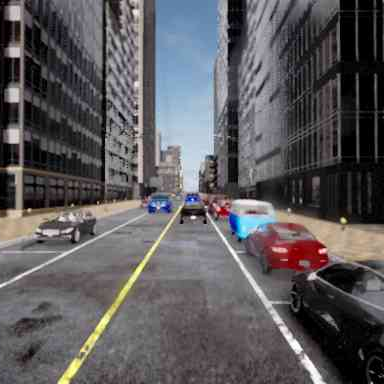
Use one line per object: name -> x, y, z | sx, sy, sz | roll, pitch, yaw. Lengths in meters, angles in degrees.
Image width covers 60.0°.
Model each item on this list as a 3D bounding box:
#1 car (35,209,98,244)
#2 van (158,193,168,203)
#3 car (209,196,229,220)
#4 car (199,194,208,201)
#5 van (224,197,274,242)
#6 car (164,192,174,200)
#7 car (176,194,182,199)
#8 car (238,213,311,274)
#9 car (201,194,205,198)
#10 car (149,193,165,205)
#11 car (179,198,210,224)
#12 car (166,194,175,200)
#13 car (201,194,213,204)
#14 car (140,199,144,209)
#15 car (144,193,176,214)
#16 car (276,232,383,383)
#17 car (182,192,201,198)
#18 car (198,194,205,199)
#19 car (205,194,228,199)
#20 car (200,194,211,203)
car -> -5.684, 1.500, 15.540 | 2.008, 1.369, 4.403 | 1, 0, 0
van -> -5.709, 1.132, 65.716 | 1.690, 1.788, 3.998 | 1, 0, 0
car -> 2.694, 1.353, 26.787 | 1.967, 1.590, 4.097 | 1, 0, 0
car -> 2.671, 1.281, 77.152 | 1.752, 1.417, 4.829 | 1, 0, 0
van -> 2.701, 1.290, 15.632 | 1.690, 1.788, 3.998 | 1, 0, 0
car -> -5.674, 1.056, 82.441 | 2.192, 1.841, 5.009 | 1, 0, 0
car -> -3.033, 1.163, 75.135 | 1.812, 1.442, 4.674 | 0, 0, 0
car -> 2.699, 1.549, 10.057 | 1.802, 1.307, 4.206 | 1, 0, 0
car -> 2.690, 1.175, 43.519 | 2.192, 1.841, 5.009 | 1, 0, 0
car -> -5.695, 1.141, 54.565 | 2.192, 1.841, 5.009 | 1, 0, 0
car -> 0.089, 1.426, 24.318 | 1.837, 1.490, 4.892 | 0, 0, 0
car -> -5.681, 1.290, 88.017 | 1.947, 1.339, 4.313 | 1, 0, 0
car -> 2.680, 1.248, 60.250 | 1.967, 1.590, 4.097 | 1, 0, 0
car -> -5.696, 1.442, 43.416 | 1.802, 1.307, 4.206 | 1, 0, 0
car -> -3.111, 1.111, 33.576 | 2.150, 2.045, 5.566 | 0, 0, 0
car -> 2.702, 1.551, 4.479 | 1.947, 1.339, 4.313 | 1, 0, 0
car -> 0.081, 1.071, 46.412 | 2.150, 2.045, 5.566 | 0, 0, 0
car -> 2.664, 1.232, 93.884 | 1.752, 1.417, 4.829 | 1, 0, 0
car -> 2.694, 1.210, 32.364 | 2.192, 1.841, 5.009 | 1, 0, 0
car -> 2.678, 1.230, 65.827 | 1.967, 1.590, 4.097 | 1, 0, 0
